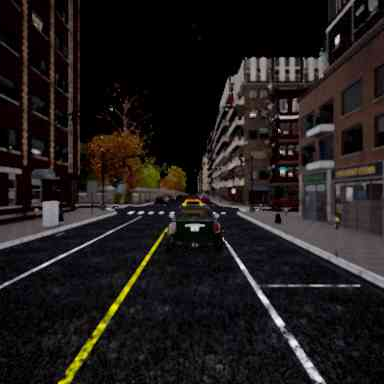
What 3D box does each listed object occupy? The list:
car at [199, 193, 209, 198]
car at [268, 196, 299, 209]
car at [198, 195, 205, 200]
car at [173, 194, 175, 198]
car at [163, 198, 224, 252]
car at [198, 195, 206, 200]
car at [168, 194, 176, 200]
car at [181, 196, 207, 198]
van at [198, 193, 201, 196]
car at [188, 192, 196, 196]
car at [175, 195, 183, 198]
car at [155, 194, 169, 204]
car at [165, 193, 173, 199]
[{"bbox_3d":[2.688,1.465,65.537,1.887,1.381,4.507,0,0,0],"label":"car"},{"bbox_3d":[13.463,1.530,47.586,5.009,1.841,2.192,1,-1,-1],"label":"car"},{"bbox_3d":[2.686,1.466,93.688,1.887,1.381,4.507,0,0,0],"label":"car"},{"bbox_3d":[-5.693,1.233,76.798,2.192,1.841,5.009,0,0,0],"label":"car"},{"bbox_3d":[0.099,1.326,13.953,2.097,1.767,4.553,0,0,0],"label":"car"},{"bbox_3d":[2.686,1.471,88.059,2.008,1.369,4.403,0,0,0],"label":"car"},{"bbox_3d":[-5.694,1.361,93.689,1.967,1.590,4.097,0,0,0],"label":"car"},{"bbox_3d":[0.103,1.427,29.945,1.882,1.535,5.008,0,0,0],"label":"car"},{"bbox_3d":[2.688,1.260,71.168,1.690,1.788,3.998,0,0,0],"label":"van"},{"bbox_3d":[-0.006,1.470,87.790,1.994,1.385,4.181,0,0,0],"label":"car"},{"bbox_3d":[-3.006,1.392,85.322,1.882,1.535,5.008,0,0,0],"label":"car"},{"bbox_3d":[-5.692,1.489,59.907,1.947,1.339,4.313,0,0,0],"label":"car"},{"bbox_3d":[-5.692,1.444,70.998,1.752,1.417,4.829,0,0,0],"label":"car"}]
